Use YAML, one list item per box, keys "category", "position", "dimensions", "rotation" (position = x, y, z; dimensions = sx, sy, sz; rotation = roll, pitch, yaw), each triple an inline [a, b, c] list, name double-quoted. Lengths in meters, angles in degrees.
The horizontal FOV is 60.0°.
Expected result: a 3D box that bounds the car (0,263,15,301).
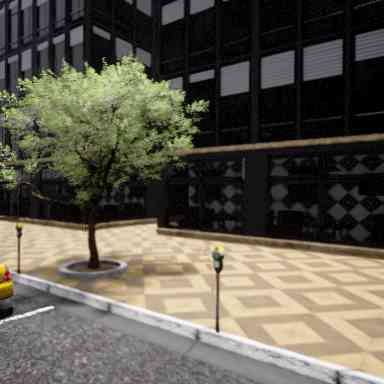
- category: "car"
  position: [-5.486, 1.462, 6.786]
  dimensions: [4.829, 1.417, 1.752]
  rotation: [1, 0, 36]
